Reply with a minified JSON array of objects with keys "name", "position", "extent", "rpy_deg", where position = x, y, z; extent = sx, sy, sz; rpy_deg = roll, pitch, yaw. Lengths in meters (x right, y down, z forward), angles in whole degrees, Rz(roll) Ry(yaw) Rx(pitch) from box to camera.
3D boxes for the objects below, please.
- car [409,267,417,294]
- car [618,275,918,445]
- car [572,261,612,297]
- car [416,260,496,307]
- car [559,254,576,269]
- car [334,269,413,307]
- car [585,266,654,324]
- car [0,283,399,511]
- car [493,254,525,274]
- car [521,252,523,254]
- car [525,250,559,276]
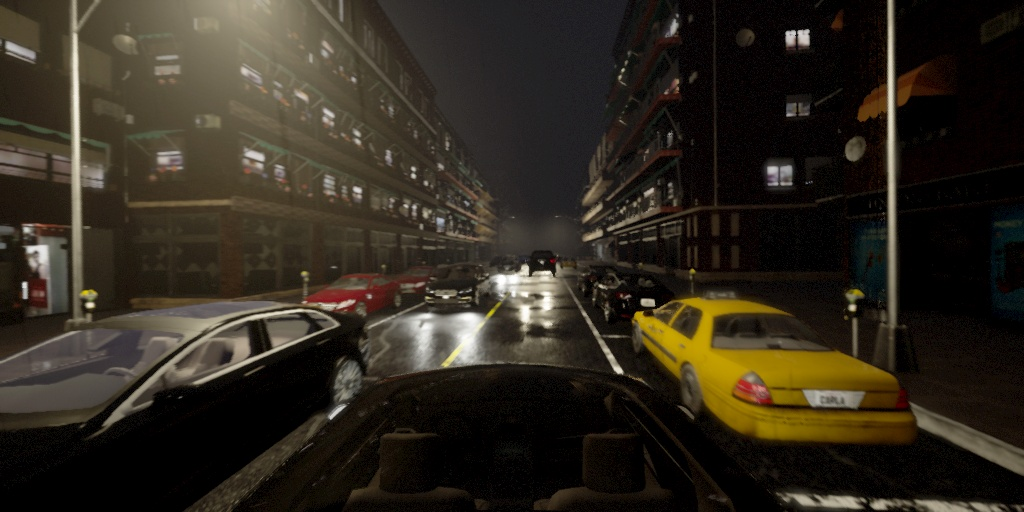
[{"name":"car","position":[-4.399,1.164,17.402],"extent":[1.802,1.307,4.207],"rpy_deg":[0,0,5]},{"name":"car","position":[3.059,1.194,5.479],"extent":[1.751,1.417,4.829],"rpy_deg":[0,0,5]},{"name":"car","position":[4.036,1.061,16.595],"extent":[1.948,1.339,4.313],"rpy_deg":[0,0,5]},{"name":"car","position":[-2.024,1.097,14.602],"extent":[1.837,1.490,4.892],"rpy_deg":[-1,1,5]},{"name":"car","position":[6.157,0.683,39.320],"extent":[1.751,1.417,4.829],"rpy_deg":[0,0,5]},{"name":"car","position":[-4.998,1.251,11.771],"extent":[1.802,1.307,4.207],"rpy_deg":[0,0,5]},{"name":"car","position":[3.561,1.147,10.952],"extent":[1.948,1.339,4.313],"rpy_deg":[0,0,5]},{"name":"car","position":[-3.107,1.263,3.255],"extent":[2.128,1.511,4.902],"rpy_deg":[-1,1,5]},{"name":"car","position":[-0.172,0.802,33.394],"extent":[2.128,1.511,4.902],"rpy_deg":[-1,1,6]},{"name":"car","position":[1.476,0.545,50.274],"extent":[1.882,1.535,5.008],"rpy_deg":[-1,1,6]},{"name":"car","position":[2.532,0.550,29.761],"extent":[2.150,2.045,5.566],"rpy_deg":[-1,1,5]}]
